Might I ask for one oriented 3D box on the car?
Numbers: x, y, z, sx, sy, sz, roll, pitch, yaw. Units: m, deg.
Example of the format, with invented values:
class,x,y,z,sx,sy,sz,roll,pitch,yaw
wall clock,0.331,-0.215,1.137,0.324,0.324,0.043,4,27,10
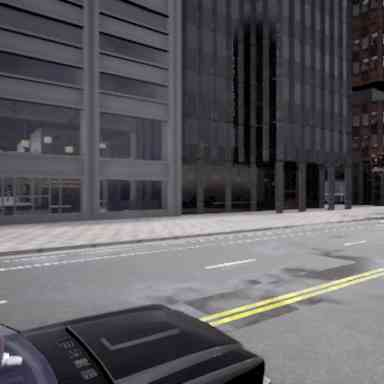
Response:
class,x,y,z,sx,sy,sz,roll,pitch,yaw
car,-1.627,1.601,2.280,4.718,1.301,1.895,0,0,-36
